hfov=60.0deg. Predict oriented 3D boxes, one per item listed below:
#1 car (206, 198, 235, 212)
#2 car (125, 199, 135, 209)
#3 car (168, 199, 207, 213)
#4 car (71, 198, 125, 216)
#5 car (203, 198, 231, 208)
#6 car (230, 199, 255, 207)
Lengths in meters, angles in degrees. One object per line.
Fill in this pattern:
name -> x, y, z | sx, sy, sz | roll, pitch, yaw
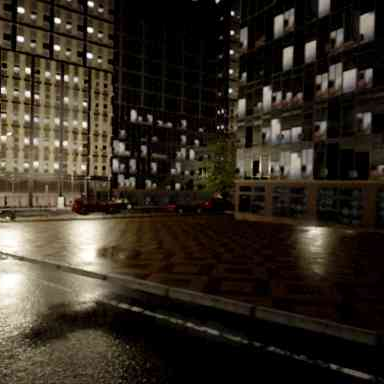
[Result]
car -> 3.897, 1.706, 44.688 | 5.009, 1.841, 2.192 | 1, 1, -34
car -> -9.912, 1.606, 44.799 | 4.403, 1.369, 2.008 | 1, 1, -34
car -> -0.788, 1.883, 41.494 | 4.507, 1.381, 1.887 | 1, 1, -34
car -> -10.142, 1.549, 35.091 | 5.009, 1.841, 2.192 | 1, 1, -34
car -> 4.127, 1.778, 54.397 | 4.313, 1.339, 1.947 | 1, 1, -34
car -> 8.807, 1.847, 57.596 | 4.206, 1.307, 1.802 | 1, 1, -34
